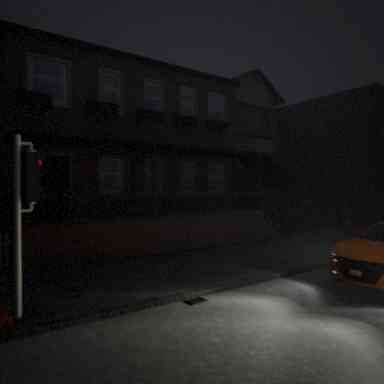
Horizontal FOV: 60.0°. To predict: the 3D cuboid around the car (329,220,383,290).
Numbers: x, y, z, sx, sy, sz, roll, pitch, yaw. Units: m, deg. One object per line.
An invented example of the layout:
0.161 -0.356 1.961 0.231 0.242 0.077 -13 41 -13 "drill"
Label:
5.532 1.440 8.537 5.008 1.535 1.882 0 0 -35 "car"
